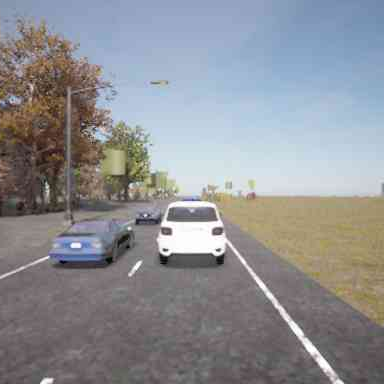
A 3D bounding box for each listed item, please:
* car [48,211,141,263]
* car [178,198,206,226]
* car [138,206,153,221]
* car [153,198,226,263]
[{"bbox_3d":[-3.490,1.683,12.541,2.033,1.411,5.357,0,-1,0],"label":"car"},{"bbox_3d":[0.009,1.521,27.613,2.150,2.045,5.566,0,0,0],"label":"car"},{"bbox_3d":[-3.491,1.843,27.543,2.033,1.411,5.357,0,-1,0],"label":"car"},{"bbox_3d":[0.010,1.361,12.602,2.150,2.045,5.566,0,0,0],"label":"car"}]
